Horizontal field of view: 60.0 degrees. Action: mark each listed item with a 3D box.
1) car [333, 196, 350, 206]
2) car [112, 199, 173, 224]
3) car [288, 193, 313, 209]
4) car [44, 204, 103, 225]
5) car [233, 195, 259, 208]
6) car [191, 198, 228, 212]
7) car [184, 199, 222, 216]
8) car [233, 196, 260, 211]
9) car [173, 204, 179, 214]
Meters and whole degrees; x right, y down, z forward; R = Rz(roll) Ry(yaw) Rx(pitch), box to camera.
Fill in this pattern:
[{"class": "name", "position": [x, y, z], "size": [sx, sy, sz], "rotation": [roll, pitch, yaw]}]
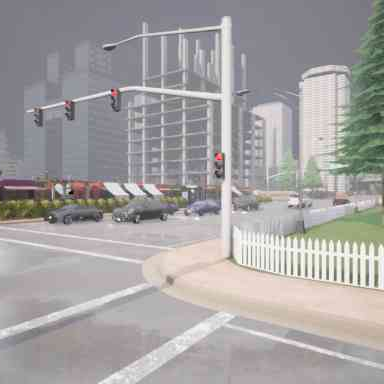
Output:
[{"class": "car", "position": [24.122, 1.478, 53.636], "size": [1.882, 1.535, 5.008], "rotation": [0, 0, 34]}, {"class": "car", "position": [-3.874, 1.352, 25.127], "size": [2.097, 1.767, 4.553], "rotation": [0, 0, 34]}, {"class": "car", "position": [15.307, 1.221, 46.859], "size": [2.150, 2.045, 5.566], "rotation": [0, 0, 34]}, {"class": "car", "position": [-8.588, 1.564, 24.410], "size": [1.994, 1.385, 4.181], "rotation": [0, 0, 34]}, {"class": "car", "position": [7.945, 1.352, 48.751], "size": [2.097, 1.767, 4.553], "rotation": [0, 0, 35]}, {"class": "car", "position": [2.242, 1.547, 40.399], "size": [2.033, 1.411, 5.357], "rotation": [0, 0, 34]}, {"class": "car", "position": [1.078, 1.526, 32.421], "size": [1.812, 1.442, 4.674], "rotation": [0, 0, 34]}, {"class": "car", "position": [6.715, 1.505, 40.747], "size": [1.837, 1.490, 4.892], "rotation": [0, 0, 34]}, {"class": "car", "position": [-3.405, 1.547, 32.064], "size": [2.033, 1.411, 5.357], "rotation": [0, 0, 34]}]
